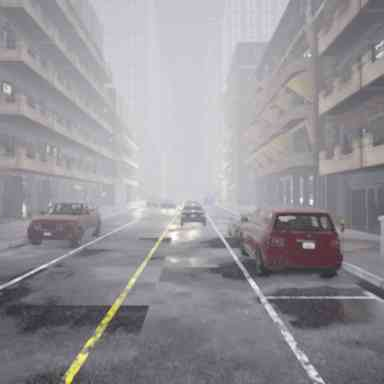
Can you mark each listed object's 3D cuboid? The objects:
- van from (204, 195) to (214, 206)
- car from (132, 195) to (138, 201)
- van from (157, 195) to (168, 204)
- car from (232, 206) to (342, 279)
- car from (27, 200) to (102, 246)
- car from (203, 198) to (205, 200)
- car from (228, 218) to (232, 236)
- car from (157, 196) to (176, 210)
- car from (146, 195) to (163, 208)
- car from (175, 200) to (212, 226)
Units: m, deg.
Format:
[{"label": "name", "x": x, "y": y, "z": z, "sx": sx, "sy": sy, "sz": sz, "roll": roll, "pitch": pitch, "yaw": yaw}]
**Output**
[{"label": "van", "x": 2.691, "y": 1.405, "z": 54.420, "sx": 1.690, "sy": 1.788, "sz": 3.998, "roll": 1, "pitch": 0, "yaw": 0}, {"label": "car", "x": -16.518, "y": 1.597, "z": 88.088, "sx": 4.097, "sy": 1.590, "sz": 1.967, "roll": 0, "pitch": -1, "yaw": 0}, {"label": "van", "x": -5.829, "y": 1.416, "z": 65.446, "sx": 1.690, "sy": 1.788, "sz": 3.998, "roll": 1, "pitch": 0, "yaw": 0}, {"label": "car", "x": 2.705, "y": 1.329, "z": 10.097, "sx": 2.192, "sy": 1.841, "sz": 5.009, "roll": 1, "pitch": 0, "yaw": 0}, {"label": "car", "x": -5.677, "y": 1.335, "z": 15.582, "sx": 2.192, "sy": 1.841, "sz": 5.009, "roll": 1, "pitch": 0, "yaw": 0}, {"label": "car", "x": 0.062, "y": 1.592, "z": 36.715, "sx": 2.033, "sy": 1.411, "sz": 5.357, "roll": 0, "pitch": 0, "yaw": 0}, {"label": "car", "x": 2.699, "y": 1.602, "z": 15.637, "sx": 1.802, "sy": 1.307, "sz": 4.206, "roll": 1, "pitch": 0, "yaw": 0}, {"label": "car", "x": -3.095, "y": 1.616, "z": 44.111, "sx": 1.994, "sy": 1.385, "sz": 4.181, "roll": 0, "pitch": 0, "yaw": 0}, {"label": "car", "x": -5.658, "y": 1.608, "z": 48.824, "sx": 2.008, "sy": 1.369, "sz": 4.403, "roll": 1, "pitch": 0, "yaw": 0}, {"label": "car", "x": 0.075, "y": 1.577, "z": 23.802, "sx": 2.033, "sy": 1.411, "sz": 5.357, "roll": 0, "pitch": 0, "yaw": 0}]
